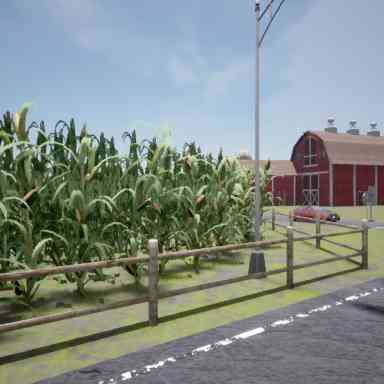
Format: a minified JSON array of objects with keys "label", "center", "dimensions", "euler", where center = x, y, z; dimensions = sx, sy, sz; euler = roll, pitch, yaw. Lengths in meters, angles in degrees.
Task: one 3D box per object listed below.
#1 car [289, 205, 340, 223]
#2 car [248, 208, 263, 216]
[{"label":"car","center":[10.013,1.810,27.498],"dimensions":[1.994,1.385,4.181],"euler":[1,-1,-29]},{"label":"car","center":[5.557,1.999,35.522],"dimensions":[1.895,1.301,4.718],"euler":[1,-1,-27]}]
